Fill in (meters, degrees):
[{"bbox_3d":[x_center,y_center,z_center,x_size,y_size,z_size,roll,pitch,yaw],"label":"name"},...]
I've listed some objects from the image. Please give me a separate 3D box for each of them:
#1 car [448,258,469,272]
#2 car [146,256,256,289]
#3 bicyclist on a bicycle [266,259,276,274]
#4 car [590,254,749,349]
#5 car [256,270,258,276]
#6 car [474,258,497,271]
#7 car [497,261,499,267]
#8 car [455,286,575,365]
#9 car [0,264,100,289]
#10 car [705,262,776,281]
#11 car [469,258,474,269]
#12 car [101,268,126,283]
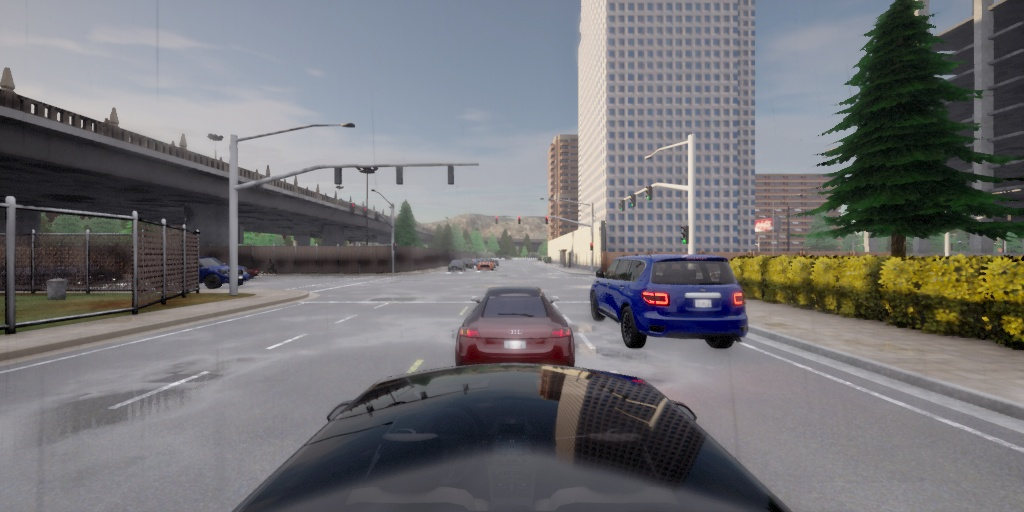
[{"bbox_3d":[-7.103,1.255,46.673,1.837,1.490,4.892,0,0,0],"label":"car"},{"bbox_3d":[-20.284,1.027,23.163,5.566,2.045,2.150,0,0,0],"label":"car"},{"bbox_3d":[-25.305,1.106,37.634,0.582,1.620,1.656,0,0,0],"label":"bicyclist on a bicycle"},{"bbox_3d":[3.567,0.971,9.313,2.150,2.045,5.566,0,0,1],"label":"car"},{"bbox_3d":[-22.092,1.406,26.659,4.718,1.301,1.895,0,0,0],"label":"car"},{"bbox_3d":[-3.597,1.102,49.816,2.097,1.767,4.553,0,0,0],"label":"car"},{"bbox_3d":[-3.595,1.242,58.888,2.128,1.511,4.902,0,0,0],"label":"car"},{"bbox_3d":[0.062,1.314,7.447,1.994,1.385,4.181,0,0,0],"label":"car"},{"bbox_3d":[-30.548,1.353,23.139,5.357,1.411,2.033,0,0,0],"label":"car"},{"bbox_3d":[19.301,1.310,30.455,4.892,1.490,1.837,0,0,0],"label":"car"},{"bbox_3d":[-7.101,1.102,55.557,2.097,1.767,4.553,0,0,0],"label":"car"},{"bbox_3d":[-32.174,1.353,26.635,5.357,1.411,2.033,0,0,0],"label":"car"}]
